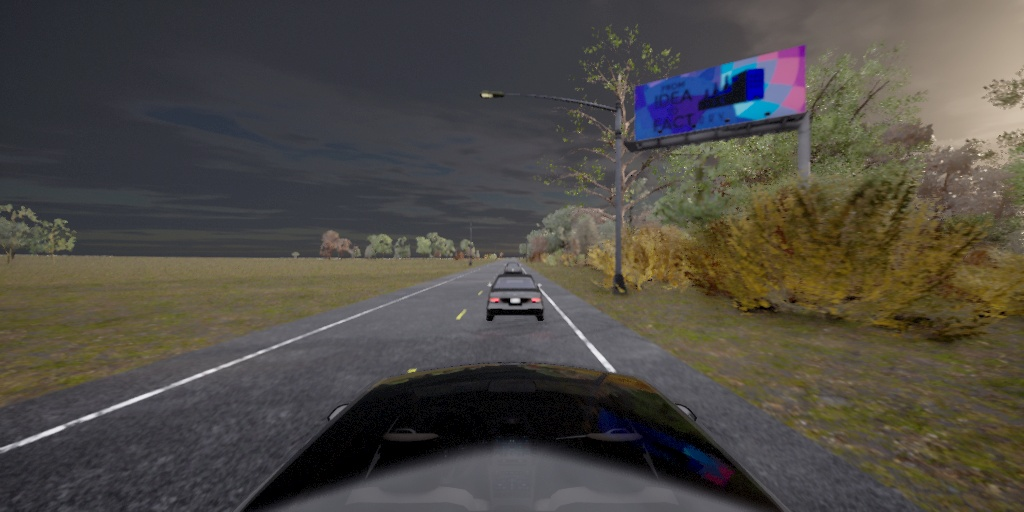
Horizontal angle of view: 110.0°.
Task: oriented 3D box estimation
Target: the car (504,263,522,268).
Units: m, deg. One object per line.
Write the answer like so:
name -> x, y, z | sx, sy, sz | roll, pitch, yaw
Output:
car -> 0.099, 1.409, 39.426 | 1.994, 1.385, 4.181 | 0, 0, 0

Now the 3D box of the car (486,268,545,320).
car -> 0.097, 1.325, 12.736 | 2.033, 1.411, 5.357 | 0, 0, 0
